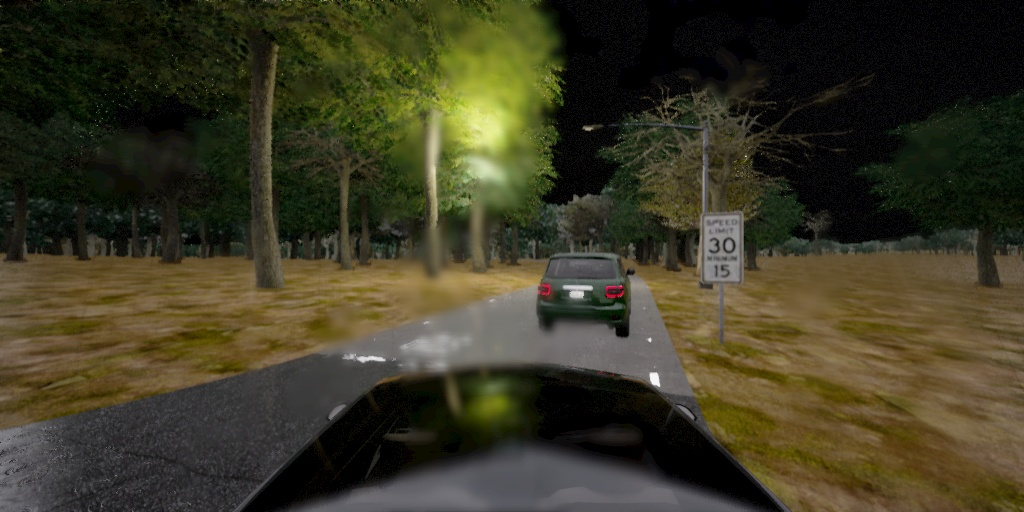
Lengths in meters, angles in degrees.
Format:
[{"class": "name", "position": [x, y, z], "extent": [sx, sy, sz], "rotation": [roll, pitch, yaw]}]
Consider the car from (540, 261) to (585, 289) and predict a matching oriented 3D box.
[{"class": "car", "position": [3.463, 1.156, 23.755], "extent": [2.128, 1.511, 4.902], "rotation": [0, 0, 17]}]

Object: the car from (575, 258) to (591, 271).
[{"class": "car", "position": [8.697, 0.999, 44.254], "extent": [1.882, 1.535, 5.008], "rotation": [0, 0, 10]}]

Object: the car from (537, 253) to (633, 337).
[{"class": "car", "position": [2.311, 0.934, 10.461], "extent": [2.150, 2.045, 5.566], "rotation": [0, 0, 19]}]

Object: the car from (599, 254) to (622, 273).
[{"class": "car", "position": [11.213, 0.762, 41.260], "extent": [2.150, 2.045, 5.566], "rotation": [0, 1, 11]}]

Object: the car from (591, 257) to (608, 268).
[{"class": "car", "position": [12.818, 0.943, 52.695], "extent": [1.812, 1.442, 4.674], "rotation": [-1, 1, 6]}]
